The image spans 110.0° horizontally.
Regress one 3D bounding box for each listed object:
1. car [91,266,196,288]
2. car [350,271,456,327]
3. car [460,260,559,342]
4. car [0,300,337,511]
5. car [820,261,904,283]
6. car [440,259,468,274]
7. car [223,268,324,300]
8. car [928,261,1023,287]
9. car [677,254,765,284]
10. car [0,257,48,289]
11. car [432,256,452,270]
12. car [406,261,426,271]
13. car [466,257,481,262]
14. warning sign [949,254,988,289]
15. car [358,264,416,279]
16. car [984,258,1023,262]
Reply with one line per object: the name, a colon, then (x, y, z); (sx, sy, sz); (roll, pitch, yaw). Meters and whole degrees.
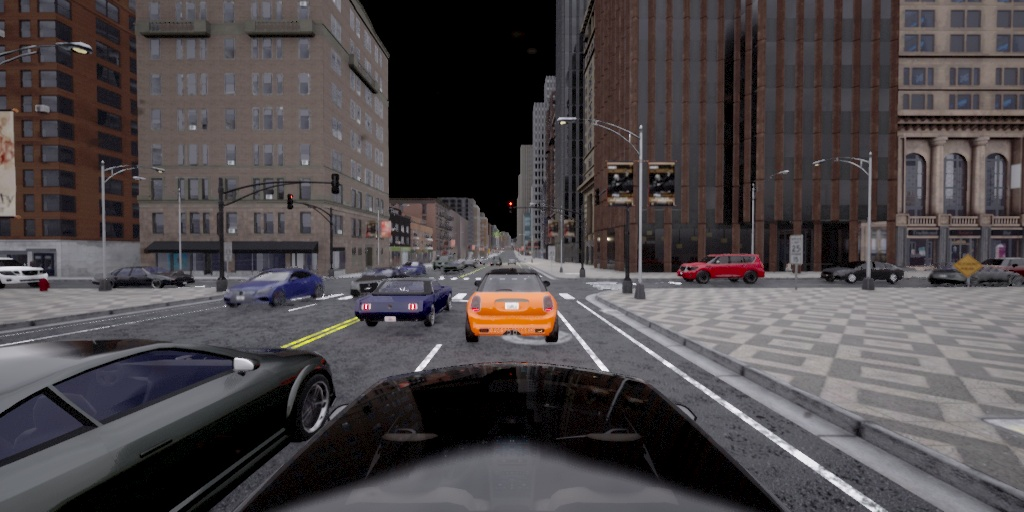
car: (-24.114, 1.390, 23.532); (5.357, 1.411, 2.033); (0, 1, 0)
car: (-3.152, 1.348, 11.524); (1.895, 1.301, 4.718); (0, 0, 0)
car: (0.008, 1.099, 9.873); (2.097, 1.767, 4.553); (0, 0, 0)
car: (-3.158, 1.313, 2.705); (1.994, 1.385, 4.181); (0, 0, 1)
car: (24.888, 1.112, 25.588); (4.892, 1.490, 1.837); (0, 1, 0)
car: (-6.613, 1.358, 41.106); (1.895, 1.301, 4.718); (0, 0, 0)
car: (-9.854, 1.272, 15.337); (1.812, 1.442, 4.674); (0, 0, 0)
car: (28.932, 1.211, 22.413); (4.181, 1.385, 1.994); (0, 1, 0)
car: (14.832, 0.869, 25.548); (5.566, 2.045, 2.150); (0, 1, 0)
car: (-34.306, 1.099, 23.584); (5.566, 2.045, 2.150); (0, 1, 0)
car: (-9.858, 0.976, 51.655); (2.150, 2.045, 5.566); (0, 1, 1)
car: (-9.860, 1.280, 35.923); (1.812, 1.442, 4.674); (0, 0, 0)
car: (-6.605, 1.269, 57.603); (1.837, 1.490, 4.892); (0, -1, 0)
warning sign: (25.172, 0.822, 19.787); (1.060, 1.860, 1.300); (0, 0, 0)
car: (-6.605, 1.310, 18.409); (1.994, 1.385, 4.181); (0, 0, 0)
car: (35.006, 0.919, 25.621); (4.553, 1.767, 2.097); (0, 1, 0)
